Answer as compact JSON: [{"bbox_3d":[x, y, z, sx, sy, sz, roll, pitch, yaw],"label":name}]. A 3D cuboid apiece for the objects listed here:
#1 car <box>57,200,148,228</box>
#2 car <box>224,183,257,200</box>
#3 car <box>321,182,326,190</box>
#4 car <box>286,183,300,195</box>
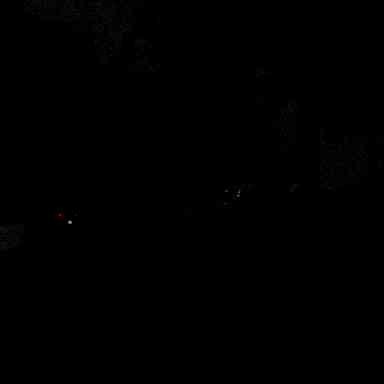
[{"bbox_3d":[-4.542,1.061,17.697,1.895,1.301,4.718,0,3,36],"label":"car"},{"bbox_3d":[5.386,-0.138,36.475,2.097,1.767,4.553,0,3,36],"label":"car"},{"bbox_3d":[19.210,-0.888,51.235,2.033,1.411,5.357,0,3,32],"label":"car"},{"bbox_3d":[13.587,-0.419,42.595,1.812,1.442,4.674,0,3,35],"label":"car"}]
